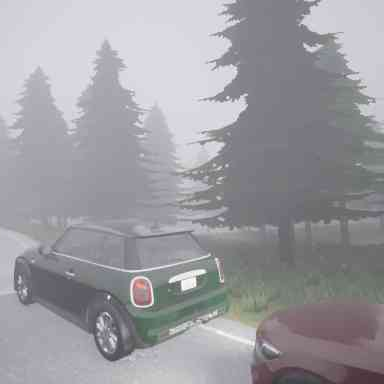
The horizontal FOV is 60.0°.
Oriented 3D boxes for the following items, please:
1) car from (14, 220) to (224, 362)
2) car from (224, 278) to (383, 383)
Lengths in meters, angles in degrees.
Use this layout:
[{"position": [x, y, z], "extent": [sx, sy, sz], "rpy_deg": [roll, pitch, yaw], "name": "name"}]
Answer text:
[{"position": [-1.576, 1.308, 6.213], "extent": [4.553, 1.767, 2.097], "rpy_deg": [1, 1, 44], "name": "car"}, {"position": [2.754, 1.531, 2.592], "extent": [4.674, 1.442, 1.812], "rpy_deg": [1, 0, 36], "name": "car"}]
